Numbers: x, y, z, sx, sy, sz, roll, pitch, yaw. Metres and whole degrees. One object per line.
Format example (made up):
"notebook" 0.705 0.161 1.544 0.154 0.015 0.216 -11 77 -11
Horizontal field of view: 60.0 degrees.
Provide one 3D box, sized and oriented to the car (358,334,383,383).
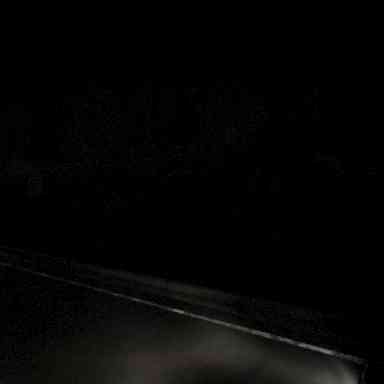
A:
"car" 3.302 1.363 1.636 4.553 1.767 2.097 0 0 35
